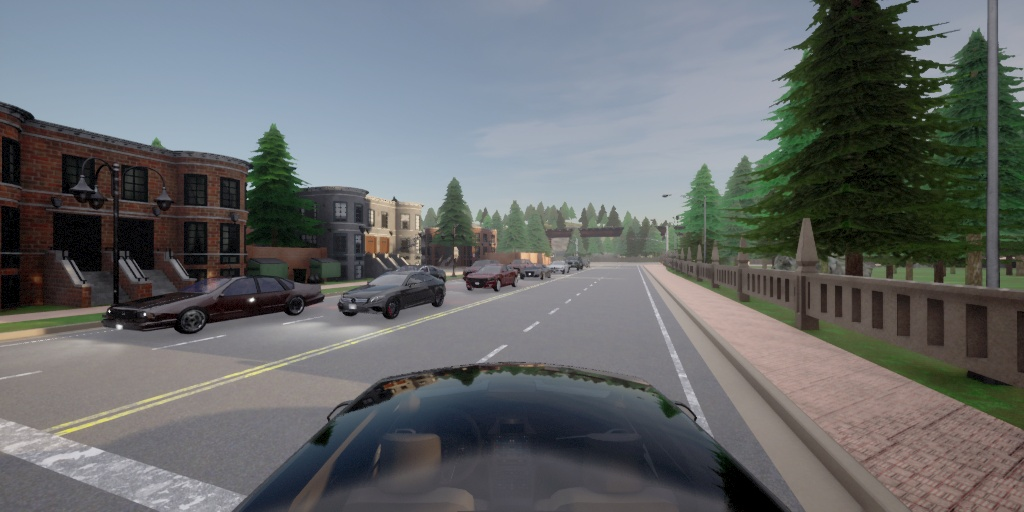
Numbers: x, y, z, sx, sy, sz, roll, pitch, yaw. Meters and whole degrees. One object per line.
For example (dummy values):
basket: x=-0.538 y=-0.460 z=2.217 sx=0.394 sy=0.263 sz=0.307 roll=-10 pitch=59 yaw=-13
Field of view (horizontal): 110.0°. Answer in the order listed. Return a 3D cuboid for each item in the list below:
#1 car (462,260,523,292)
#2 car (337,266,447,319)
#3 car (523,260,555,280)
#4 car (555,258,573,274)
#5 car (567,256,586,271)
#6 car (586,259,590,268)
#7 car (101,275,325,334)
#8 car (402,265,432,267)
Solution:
car: x=-1.095 y=1.228 z=21.923 sx=1.882 sy=1.535 sz=5.008 roll=0 pitch=0 yaw=19
car: x=-4.090 y=1.276 z=13.088 sx=1.812 sy=1.442 sz=4.674 roll=0 pitch=0 yaw=19
car: x=2.128 y=1.314 z=31.407 sx=1.994 sy=1.385 sz=4.181 roll=0 pitch=0 yaw=20
car: x=5.357 y=1.276 z=40.960 sx=1.812 sy=1.442 sz=4.674 roll=0 pitch=0 yaw=19
car: x=8.711 y=0.972 z=50.837 sx=2.150 sy=2.045 sz=5.566 roll=0 pitch=0 yaw=19
car: x=12.178 y=1.255 z=61.010 sx=1.837 sy=1.490 sz=4.892 roll=0 pitch=0 yaw=19
car: x=-8.482 y=1.297 z=11.038 sx=2.033 sy=1.411 sz=5.357 roll=0 pitch=0 yaw=19
car: x=-5.442 y=1.242 z=20.016 sx=2.128 sy=1.511 sz=4.902 roll=0 pitch=0 yaw=18
